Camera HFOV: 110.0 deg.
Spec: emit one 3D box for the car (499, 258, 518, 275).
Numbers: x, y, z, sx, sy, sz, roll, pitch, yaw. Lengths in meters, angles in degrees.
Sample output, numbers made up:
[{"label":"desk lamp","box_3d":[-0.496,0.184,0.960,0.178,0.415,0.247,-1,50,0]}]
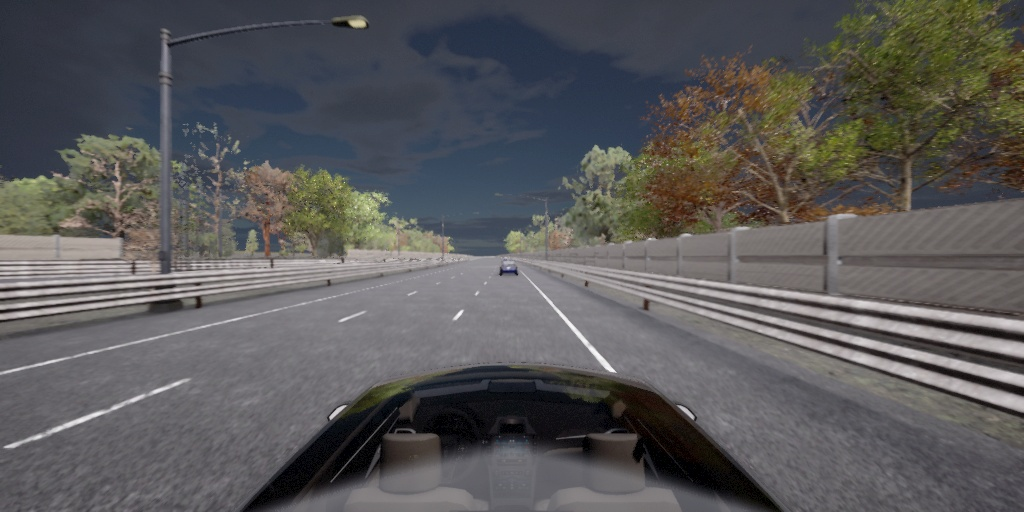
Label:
[{"label":"car","box_3d":[-0.359,1.279,39.091,2.163,1.488,4.792,0,0,-1]}]
